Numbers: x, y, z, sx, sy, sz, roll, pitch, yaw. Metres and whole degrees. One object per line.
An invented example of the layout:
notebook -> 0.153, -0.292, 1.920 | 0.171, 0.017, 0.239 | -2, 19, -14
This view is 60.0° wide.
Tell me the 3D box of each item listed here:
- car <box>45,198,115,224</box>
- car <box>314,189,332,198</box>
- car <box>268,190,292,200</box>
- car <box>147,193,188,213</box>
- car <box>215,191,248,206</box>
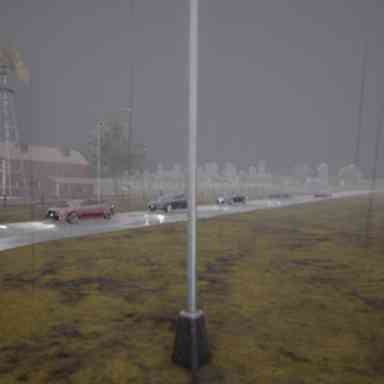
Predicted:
car -> -6.858, 1.086, 20.657 | 1.994, 1.385, 4.181 | 2, 2, 36
car -> 21.748, 0.243, 55.258 | 1.994, 1.385, 4.181 | 2, 2, 36
car -> 12.575, 0.448, 47.448 | 1.895, 1.301, 4.718 | 2, 2, 36
car -> -1.662, 0.851, 27.824 | 1.837, 1.490, 4.892 | 2, 2, 36
car -> 4.369, 0.628, 36.168 | 2.128, 1.511, 4.902 | 2, 2, 36
